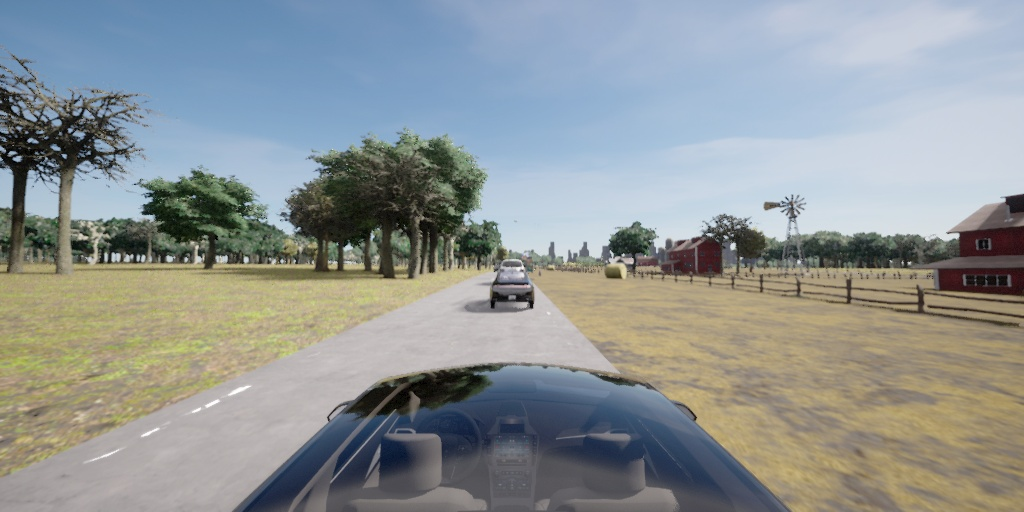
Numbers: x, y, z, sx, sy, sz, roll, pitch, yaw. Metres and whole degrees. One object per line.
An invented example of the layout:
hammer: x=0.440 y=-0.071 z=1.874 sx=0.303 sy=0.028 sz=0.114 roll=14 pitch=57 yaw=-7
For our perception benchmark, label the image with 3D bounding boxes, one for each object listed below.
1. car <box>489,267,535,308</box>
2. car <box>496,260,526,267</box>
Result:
car: x=0.010 y=1.416 z=16.177 sx=2.128 sy=1.511 sz=4.902 roll=0 pitch=-1 yaw=0
car: x=0.014 y=1.357 z=30.909 sx=2.150 sy=2.045 sz=5.566 roll=0 pitch=-1 yaw=0
